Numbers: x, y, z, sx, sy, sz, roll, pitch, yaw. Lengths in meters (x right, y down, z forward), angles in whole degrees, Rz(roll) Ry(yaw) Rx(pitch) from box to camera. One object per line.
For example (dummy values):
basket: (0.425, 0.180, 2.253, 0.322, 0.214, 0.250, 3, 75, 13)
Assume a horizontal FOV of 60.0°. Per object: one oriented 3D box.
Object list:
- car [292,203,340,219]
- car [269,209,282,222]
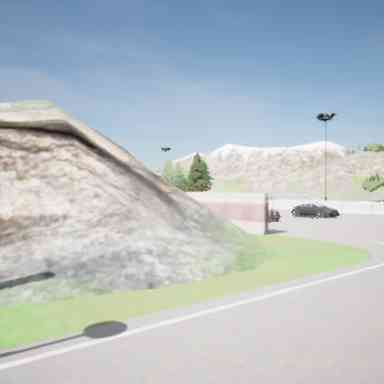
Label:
car: (11.400, 1.704, 30.795, 1.994, 1.385, 4.181, 0, 0, -35)
car: (5.185, 1.681, 27.460, 1.812, 1.442, 4.674, 0, 0, -35)
